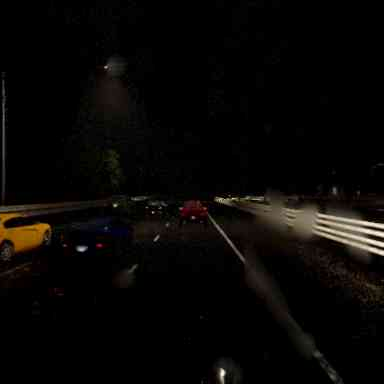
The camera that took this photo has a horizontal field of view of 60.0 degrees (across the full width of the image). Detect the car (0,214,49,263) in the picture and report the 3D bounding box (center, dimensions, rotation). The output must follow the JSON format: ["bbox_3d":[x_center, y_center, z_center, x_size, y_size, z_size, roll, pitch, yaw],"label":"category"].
[{"bbox_3d":[-6.911,1.530,12.155,1.882,1.535,5.008,0,0,0],"label":"car"}]

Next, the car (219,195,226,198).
[{"bbox_3d":[8.617,1.674,90.564,2.128,1.511,4.902,0,0,-11],"label":"car"}]

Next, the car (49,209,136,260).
[{"bbox_3d":[-3.412,1.580,12.575,1.812,1.442,4.674,0,0,0],"label":"car"}]

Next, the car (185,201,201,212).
[{"bbox_3d":[0.067,1.768,41.523,1.895,1.301,4.718,0,0,0],"label":"car"}]

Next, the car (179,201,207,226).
[{"bbox_3d":[0.080,1.583,24.710,1.882,1.535,5.008,0,0,0],"label":"car"}]

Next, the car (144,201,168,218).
[{"bbox_3d":[-3.427,1.626,31.807,2.128,1.511,4.902,0,0,0],"label":"car"}]

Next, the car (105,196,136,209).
[{"bbox_3d":[-6.929,1.360,32.742,2.150,2.045,5.566,0,0,0],"label":"car"}]
